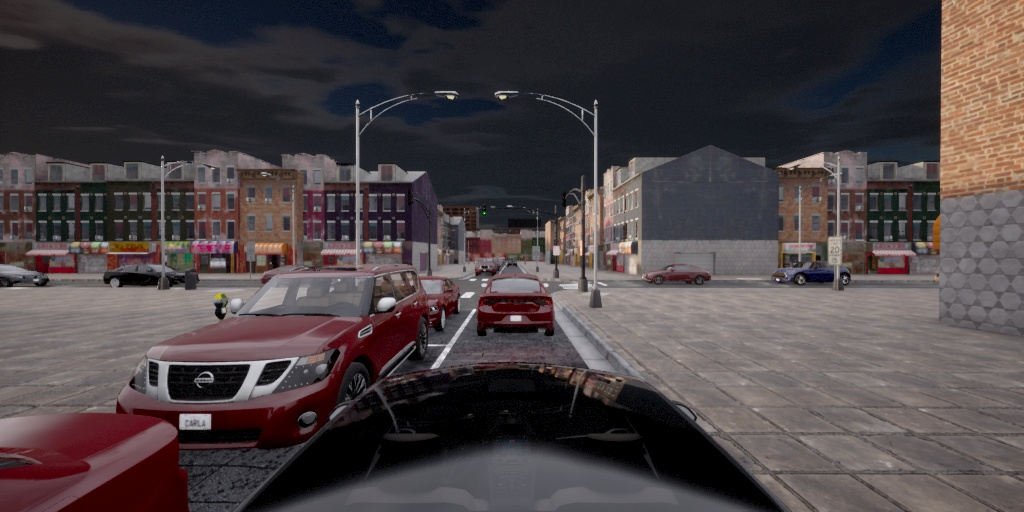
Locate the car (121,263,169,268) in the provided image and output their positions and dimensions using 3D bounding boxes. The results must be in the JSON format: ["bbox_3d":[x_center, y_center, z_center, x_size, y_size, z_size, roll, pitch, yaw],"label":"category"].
[{"bbox_3d":[-22.812,1.222,22.811,5.008,1.535,1.882,0,0,0],"label":"car"}]

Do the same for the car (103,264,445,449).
[{"bbox_3d":[-2.642,1.064,5.508,2.192,1.841,5.009,0,0,0],"label":"car"}]

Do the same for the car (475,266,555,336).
[{"bbox_3d":[0.090,1.227,10.407,1.882,1.535,5.008,0,0,0],"label":"car"}]

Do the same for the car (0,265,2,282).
[{"bbox_3d":[-40.376,1.323,25.778,4.718,1.301,1.895,0,0,0],"label":"car"}]

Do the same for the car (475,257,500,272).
[{"bbox_3d":[-2.663,1.073,37.351,2.192,1.841,5.009,0,0,0],"label":"car"}]

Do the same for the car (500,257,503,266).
[{"bbox_3d":[-2.670,1.081,48.204,2.192,1.841,5.009,0,0,0],"label":"car"}]

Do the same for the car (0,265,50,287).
[{"bbox_3d":[-32.609,1.266,22.820,4.674,1.442,1.812,0,0,0],"label":"car"}]

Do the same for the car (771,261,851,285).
[{"bbox_3d":[21.308,1.124,25.711,4.553,1.767,2.097,0,0,0],"label":"car"}]

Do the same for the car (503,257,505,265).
[{"bbox_3d":[-2.682,1.337,64.484,2.007,1.370,4.403,0,0,0],"label":"car"}]

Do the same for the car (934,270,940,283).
[{"bbox_3d":[33.413,1.270,25.687,5.008,1.535,1.882,0,0,0],"label":"car"}]

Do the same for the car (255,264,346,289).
[{"bbox_3d":[-13.354,1.278,22.837,4.674,1.442,1.812,0,0,-1],"label":"car"}]

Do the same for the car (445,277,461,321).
[{"bbox_3d":[-2.645,1.294,10.941,1.888,1.381,4.507,0,0,0],"label":"car"}]

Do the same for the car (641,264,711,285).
[{"bbox_3d":[11.735,1.284,25.721,4.674,1.442,1.812,0,0,2],"label":"car"}]
